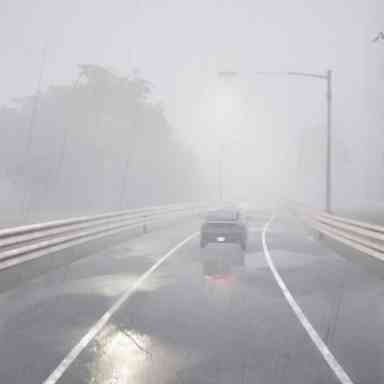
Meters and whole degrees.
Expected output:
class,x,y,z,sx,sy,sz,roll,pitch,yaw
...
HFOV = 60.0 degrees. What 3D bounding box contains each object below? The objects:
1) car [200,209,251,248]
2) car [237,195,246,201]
class,x,y,z,sx,sy,sz,roll,pitch,yaw
car,1.532,1.512,14.832,1.837,1.490,4.892,0,0,11
car,11.929,1.496,81.340,2.033,1.411,5.357,0,0,-3
